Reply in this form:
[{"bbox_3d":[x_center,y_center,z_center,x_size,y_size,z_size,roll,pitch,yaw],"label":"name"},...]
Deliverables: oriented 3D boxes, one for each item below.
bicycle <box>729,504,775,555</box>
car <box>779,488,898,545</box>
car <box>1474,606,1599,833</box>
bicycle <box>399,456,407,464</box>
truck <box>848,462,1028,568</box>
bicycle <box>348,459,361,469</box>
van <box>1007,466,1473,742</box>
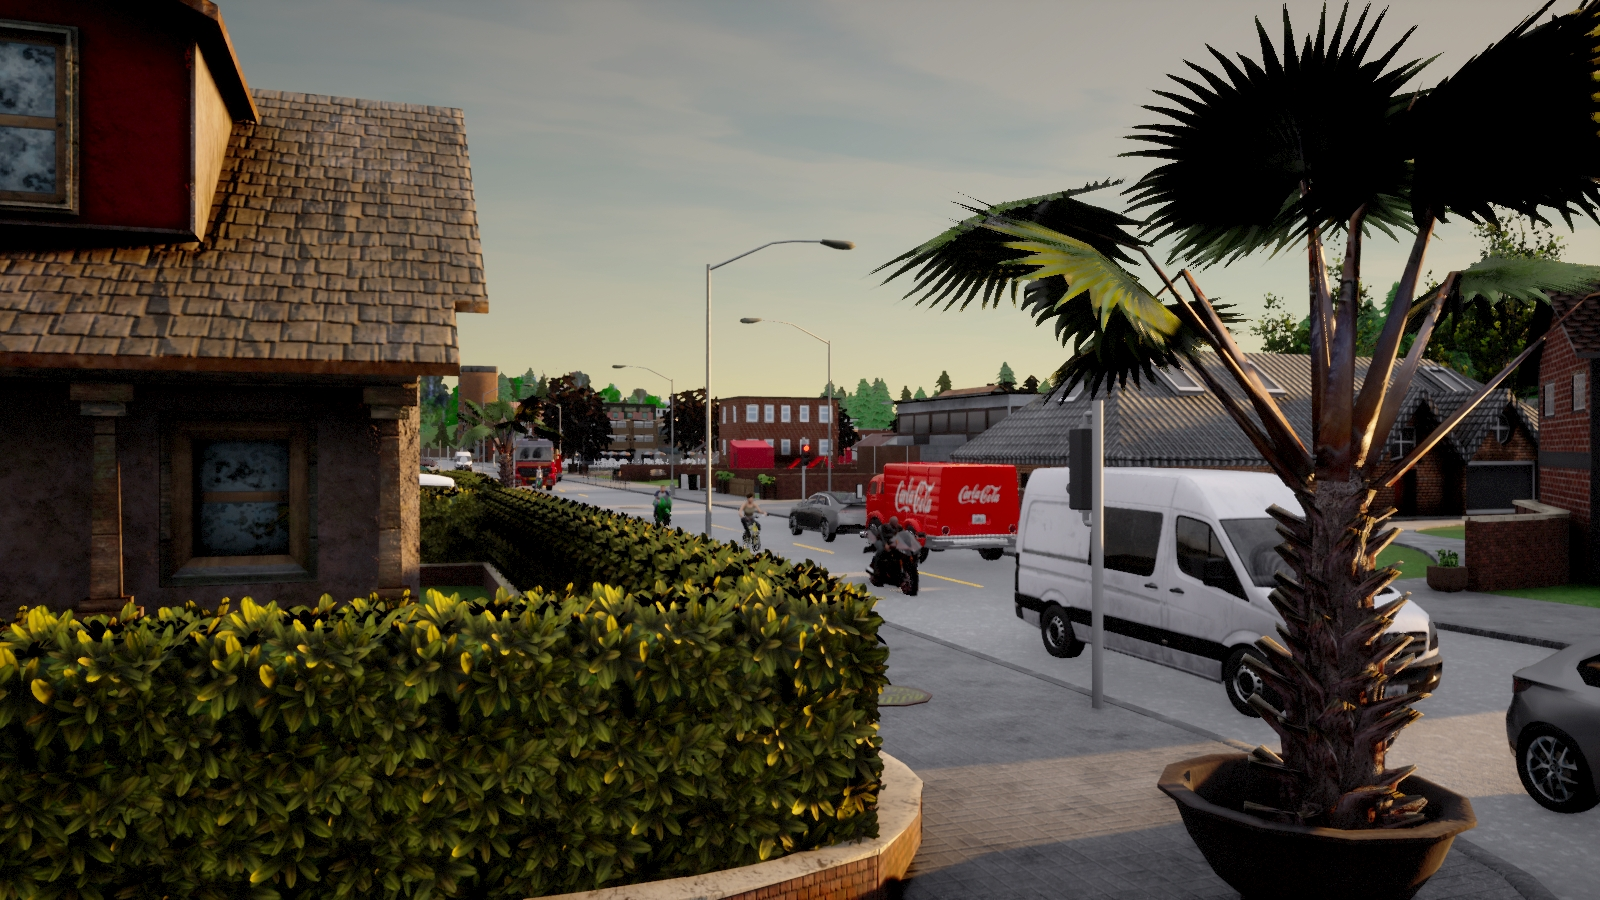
[{"bbox_3d":[-1.347,2.162,31.496,0.859,1.276,1.487,0,0,-20],"label":"bicycle"},{"bbox_3d":[1.122,2.053,36.412,2.128,1.511,4.902,0,0,-20],"label":"car"},{"bbox_3d":[6.934,2.069,7.651,1.816,1.474,4.193,0,0,-12],"label":"car"},{"bbox_3d":[-81.398,2.057,234.225,1.643,1.496,0.373,0,-1,-6],"label":"bicycle"},{"bbox_3d":[3.468,1.570,29.990,2.627,2.467,5.204,0,0,-20],"label":"truck"},{"bbox_3d":[-66.640,2.059,170.772,1.835,1.471,0.329,0,0,-20],"label":"bicycle"},{"bbox_3d":[4.966,1.537,14.188,1.988,2.561,5.915,0,0,-20],"label":"van"}]
